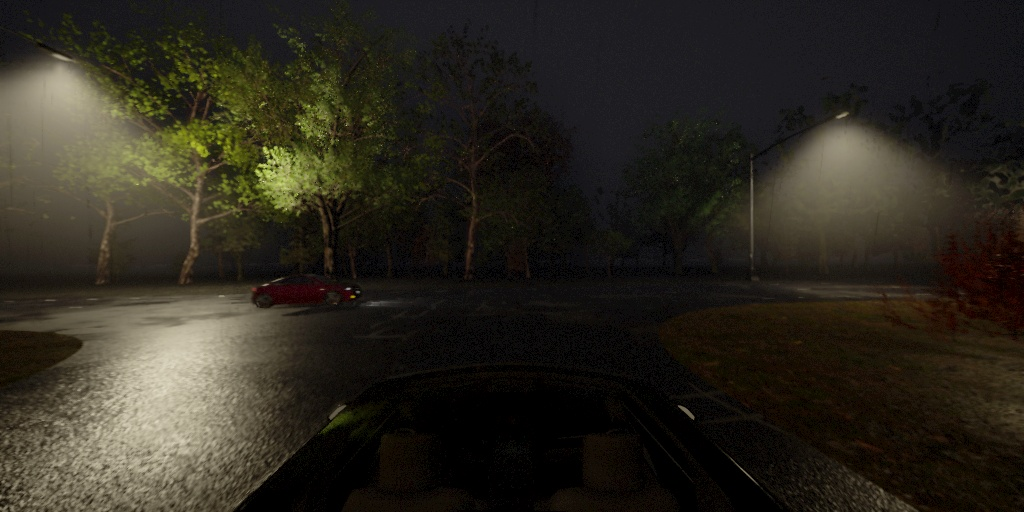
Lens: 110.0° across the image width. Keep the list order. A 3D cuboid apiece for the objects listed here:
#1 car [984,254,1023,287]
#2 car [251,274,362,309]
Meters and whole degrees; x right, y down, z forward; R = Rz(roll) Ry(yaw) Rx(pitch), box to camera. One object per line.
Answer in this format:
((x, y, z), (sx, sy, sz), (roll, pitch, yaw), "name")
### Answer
((31.825, 0.876, 21.576), (5.566, 2.045, 2.150), (0, 0, -7), "car")
((-8.905, 1.483, 15.779), (4.181, 1.385, 1.994), (-1, -1, -9), "car")
